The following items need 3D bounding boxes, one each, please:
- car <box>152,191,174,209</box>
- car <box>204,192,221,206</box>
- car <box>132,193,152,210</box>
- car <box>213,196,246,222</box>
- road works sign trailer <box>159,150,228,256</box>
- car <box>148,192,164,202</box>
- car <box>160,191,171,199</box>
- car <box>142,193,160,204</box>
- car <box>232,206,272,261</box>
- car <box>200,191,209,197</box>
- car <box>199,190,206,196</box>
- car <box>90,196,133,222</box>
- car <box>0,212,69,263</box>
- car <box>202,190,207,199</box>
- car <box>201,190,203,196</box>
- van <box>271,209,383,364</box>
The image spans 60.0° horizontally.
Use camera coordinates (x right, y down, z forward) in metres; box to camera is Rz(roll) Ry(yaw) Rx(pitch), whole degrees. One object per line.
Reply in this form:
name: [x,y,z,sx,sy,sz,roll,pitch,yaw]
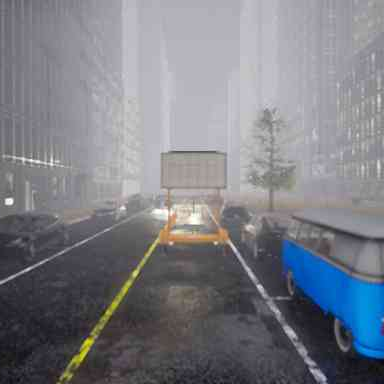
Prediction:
car: [-2.979,0.965,36.341,2.128,1.511,4.902,0,1,0]
car: [2.820,0.975,39.704,2.008,1.369,4.403,0,1,0]
car: [-5.577,0.944,34.063,1.967,1.590,4.097,0,1,0]
car: [2.767,1.221,22.639,2.008,1.369,4.403,0,1,0]
road works sign trailer: [0.062,0.284,12.218,2.380,3.560,2.880,0,1,1]
car: [-5.525,0.804,51.129,1.887,1.381,4.507,0,1,0]
car: [-5.471,0.561,68.195,1.887,1.381,4.507,0,1,0]
car: [-5.543,0.892,45.441,2.008,1.369,4.403,0,1,0]
car: [2.731,1.385,11.263,2.008,1.369,4.403,0,1,0]
car: [2.945,0.424,79.522,1.947,1.339,4.313,0,1,0]
car: [2.981,0.222,91.069,1.752,1.417,4.829,0,1,0]
car: [-5.614,1.219,22.686,2.008,1.369,4.403,0,1,0]
car: [-5.649,1.399,11.310,1.947,1.339,4.313,0,1,0]
car: [2.838,0.783,45.390,1.967,1.590,4.097,0,1,0]
car: [2.856,0.806,51.081,1.887,1.381,4.507,0,1,0]
van: [2.716,1.258,5.572,1.690,1.788,3.998,0,1,0]
